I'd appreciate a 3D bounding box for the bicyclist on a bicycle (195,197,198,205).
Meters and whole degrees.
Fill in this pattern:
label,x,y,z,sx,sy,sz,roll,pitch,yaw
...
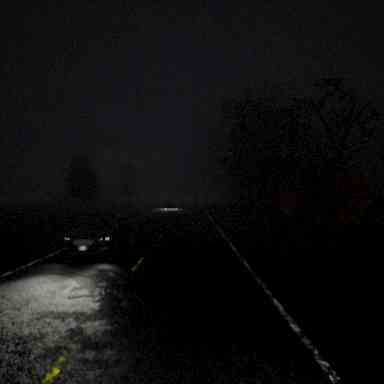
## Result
label,x,y,z,sx,sy,sz,roll,pitch,yaw
bicyclist on a bicycle,0.961,2.054,74.667,0.582,1.620,1.656,0,-1,0

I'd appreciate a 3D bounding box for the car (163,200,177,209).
label,x,y,z,sx,sy,sz,roll,pitch,yaw
car,-3.567,2.009,54.510,1.994,1.385,4.181,0,0,0

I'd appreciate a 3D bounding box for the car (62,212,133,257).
label,x,y,z,sx,sy,sz,roll,pitch,yaw
car,-3.601,1.604,13.410,2.128,1.511,4.902,0,0,0

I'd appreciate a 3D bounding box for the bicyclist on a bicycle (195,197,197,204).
label,x,y,z,sx,sy,sz,roll,pitch,yaw
bicyclist on a bicycle,0.960,2.123,83.666,0.582,1.620,1.656,0,-1,0
